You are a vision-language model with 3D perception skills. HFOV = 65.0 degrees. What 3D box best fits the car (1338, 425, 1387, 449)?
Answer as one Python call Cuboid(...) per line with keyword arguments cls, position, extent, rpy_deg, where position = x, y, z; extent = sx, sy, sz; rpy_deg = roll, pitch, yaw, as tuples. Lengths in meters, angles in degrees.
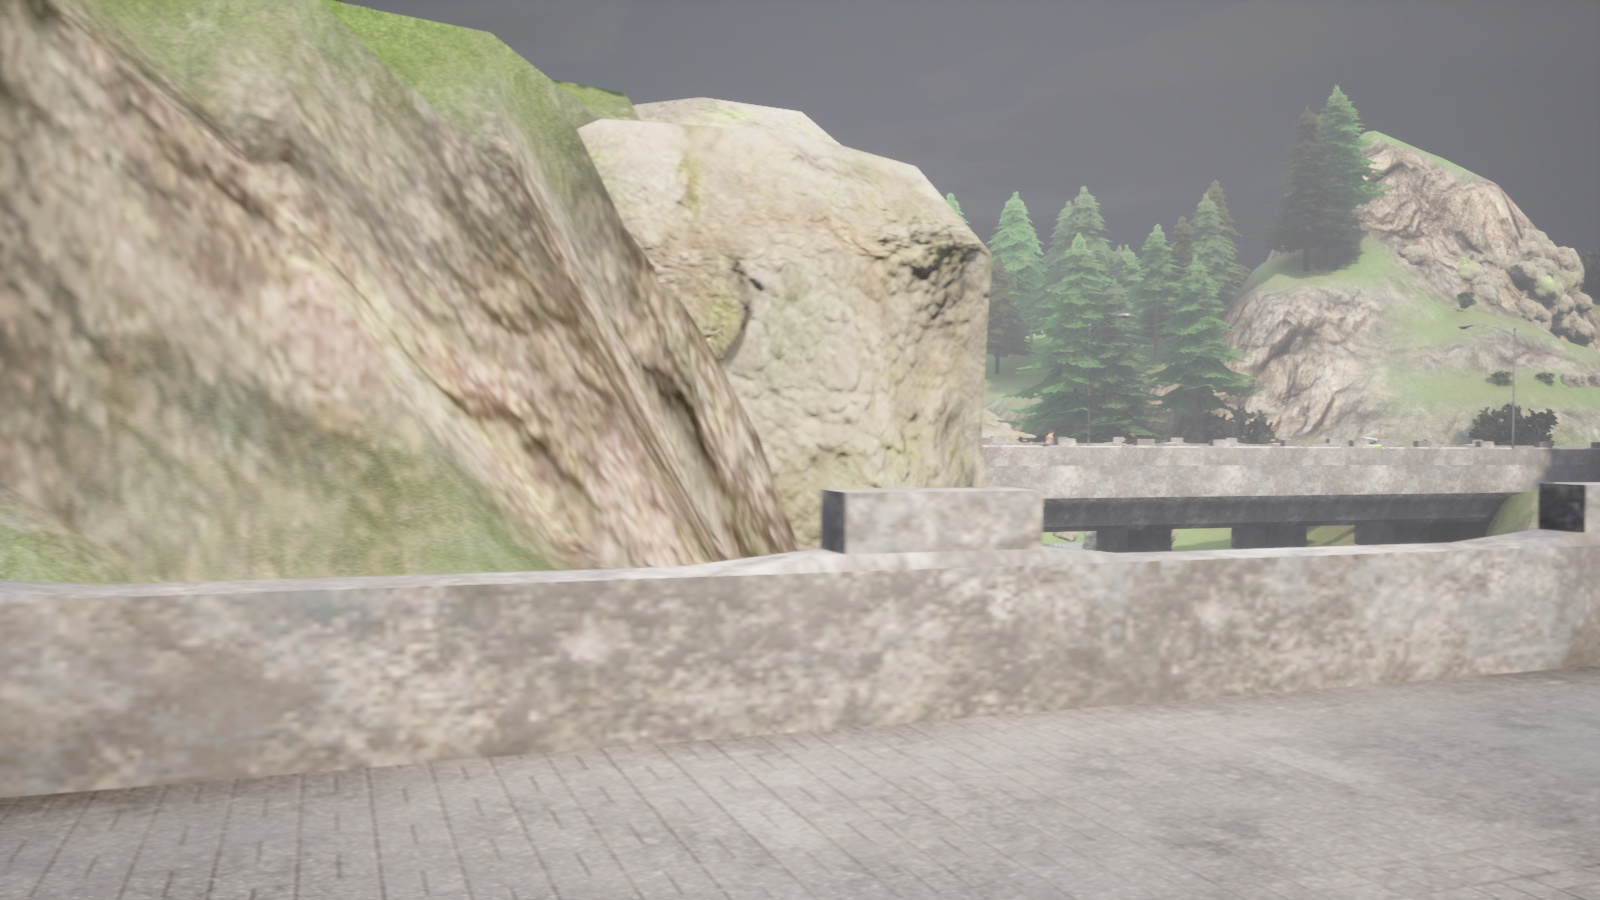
Cuboid(cls="car", position=(32.961, -0.789, 73.558), extent=(2.207, 1.376, 1.481), rpy_deg=(-1, 1, -21))
